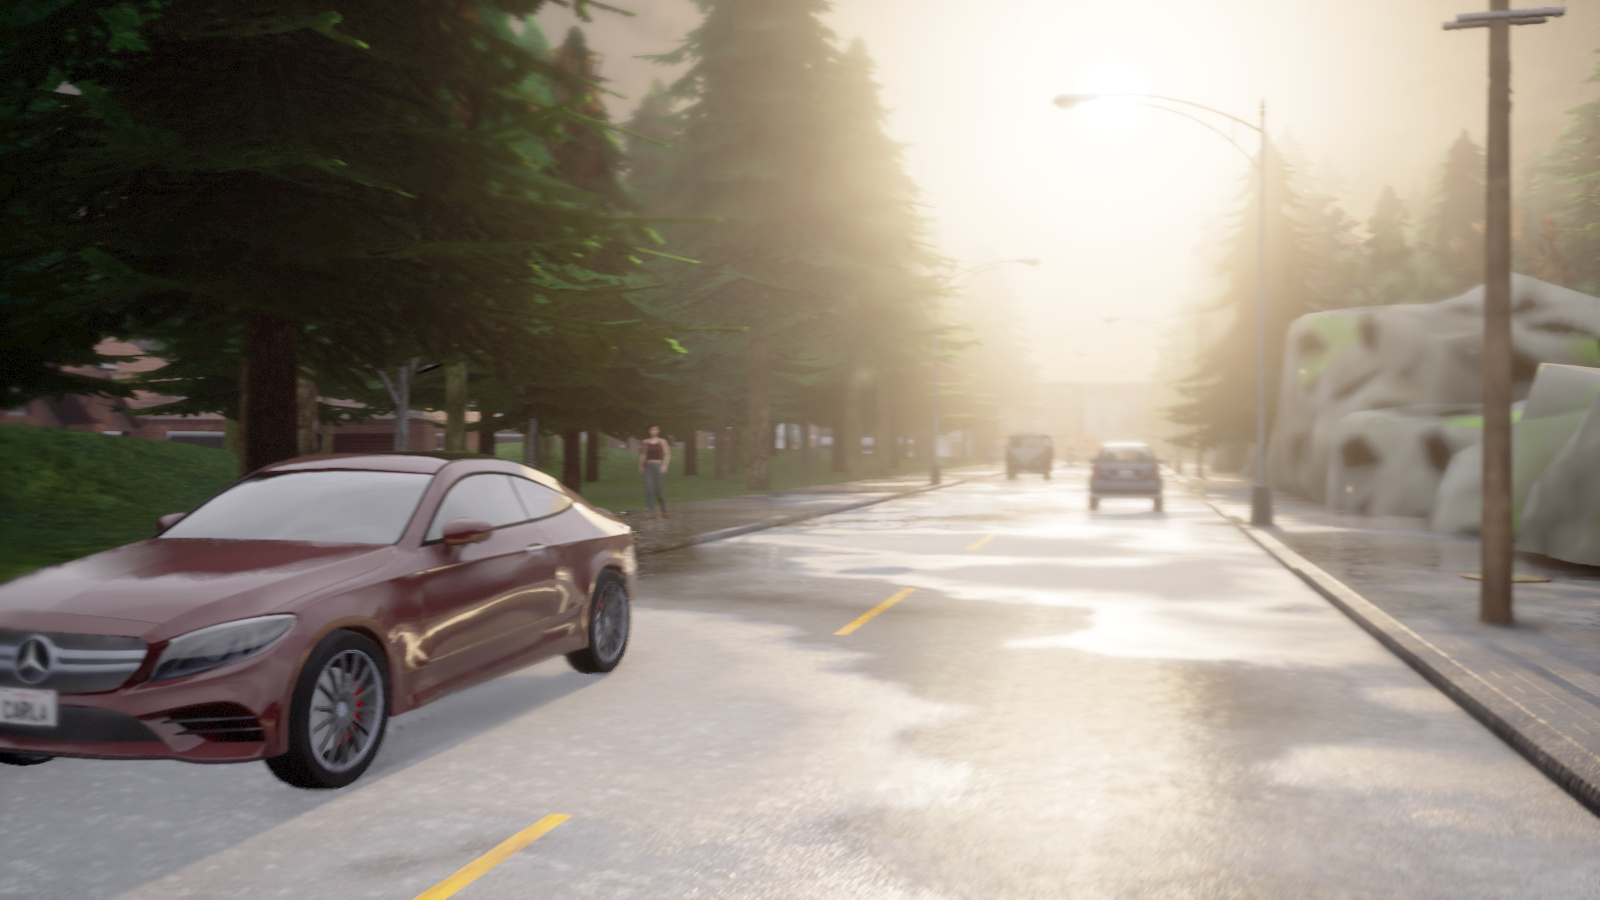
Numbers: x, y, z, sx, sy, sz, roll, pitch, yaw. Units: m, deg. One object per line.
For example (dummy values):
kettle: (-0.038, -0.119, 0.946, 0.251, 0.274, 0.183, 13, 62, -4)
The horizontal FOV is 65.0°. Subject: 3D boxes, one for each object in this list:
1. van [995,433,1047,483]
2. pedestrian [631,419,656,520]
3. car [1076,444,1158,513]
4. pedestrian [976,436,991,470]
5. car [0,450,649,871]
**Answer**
van: (9.225, 0.318, 52.288, 1.775, 1.987, 4.442, 0, 0, 15)
pedestrian: (-2.878, 0.350, 23.127, 0.345, 1.836, 0.594, 0, 0, 4)
car: (7.615, 0.628, 30.115, 1.789, 1.549, 3.705, 0, 0, 15)
pedestrian: (10.604, 0.195, 72.581, 0.659, 1.952, 0.873, 0, 0, -2)
car: (-2.537, 0.735, 6.865, 1.812, 1.442, 4.674, 0, 0, 15)
